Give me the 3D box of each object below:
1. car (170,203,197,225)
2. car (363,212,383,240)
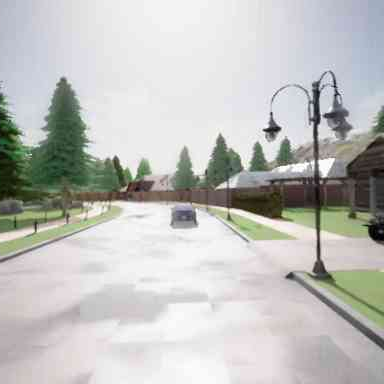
[{"bbox_3d":[-0.607,1.528,24.367,1.812,1.442,4.674,-1,0,-2],"label":"car"},{"bbox_3d":[8.656,0.960,12.311,3.866,1.878,1.905,-1,0,-2],"label":"car"}]
